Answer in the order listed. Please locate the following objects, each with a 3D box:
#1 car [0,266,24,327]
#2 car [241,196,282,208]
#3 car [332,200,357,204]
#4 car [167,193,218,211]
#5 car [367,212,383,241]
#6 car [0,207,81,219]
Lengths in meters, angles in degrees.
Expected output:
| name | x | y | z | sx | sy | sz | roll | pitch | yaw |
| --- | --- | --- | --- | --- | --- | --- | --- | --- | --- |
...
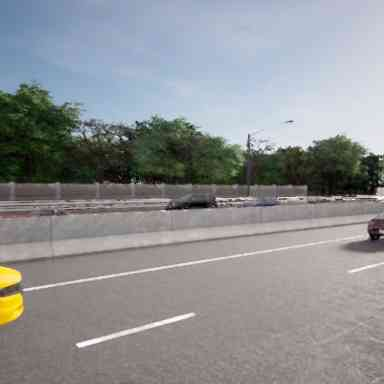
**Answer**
| name | x | y | z | sx | sy | sz | roll | pitch | yaw |
| --- | --- | --- | --- | --- | --- | --- | --- | --- | --- |
| car | -5.042 | 1.492 | 4.448 | 5.008 | 1.535 | 1.882 | -1 | 0 | -36 |
| car | 7.298 | 1.233 | 34.938 | 4.553 | 1.767 | 2.097 | 0 | 0 | -35 |
| car | 14.318 | 1.435 | 31.306 | 4.181 | 1.385 | 1.994 | 0 | 0 | -35 |
| car | 0.120 | 1.125 | 34.161 | 5.566 | 2.045 | 2.150 | 0 | 0 | -35 |
| car | 9.697 | 1.441 | 14.975 | 4.674 | 1.442 | 1.812 | 0 | 0 | -36 |
| car | -8.804 | 1.571 | 19.210 | 4.718 | 1.301 | 1.895 | -1 | 0 | -36 |
